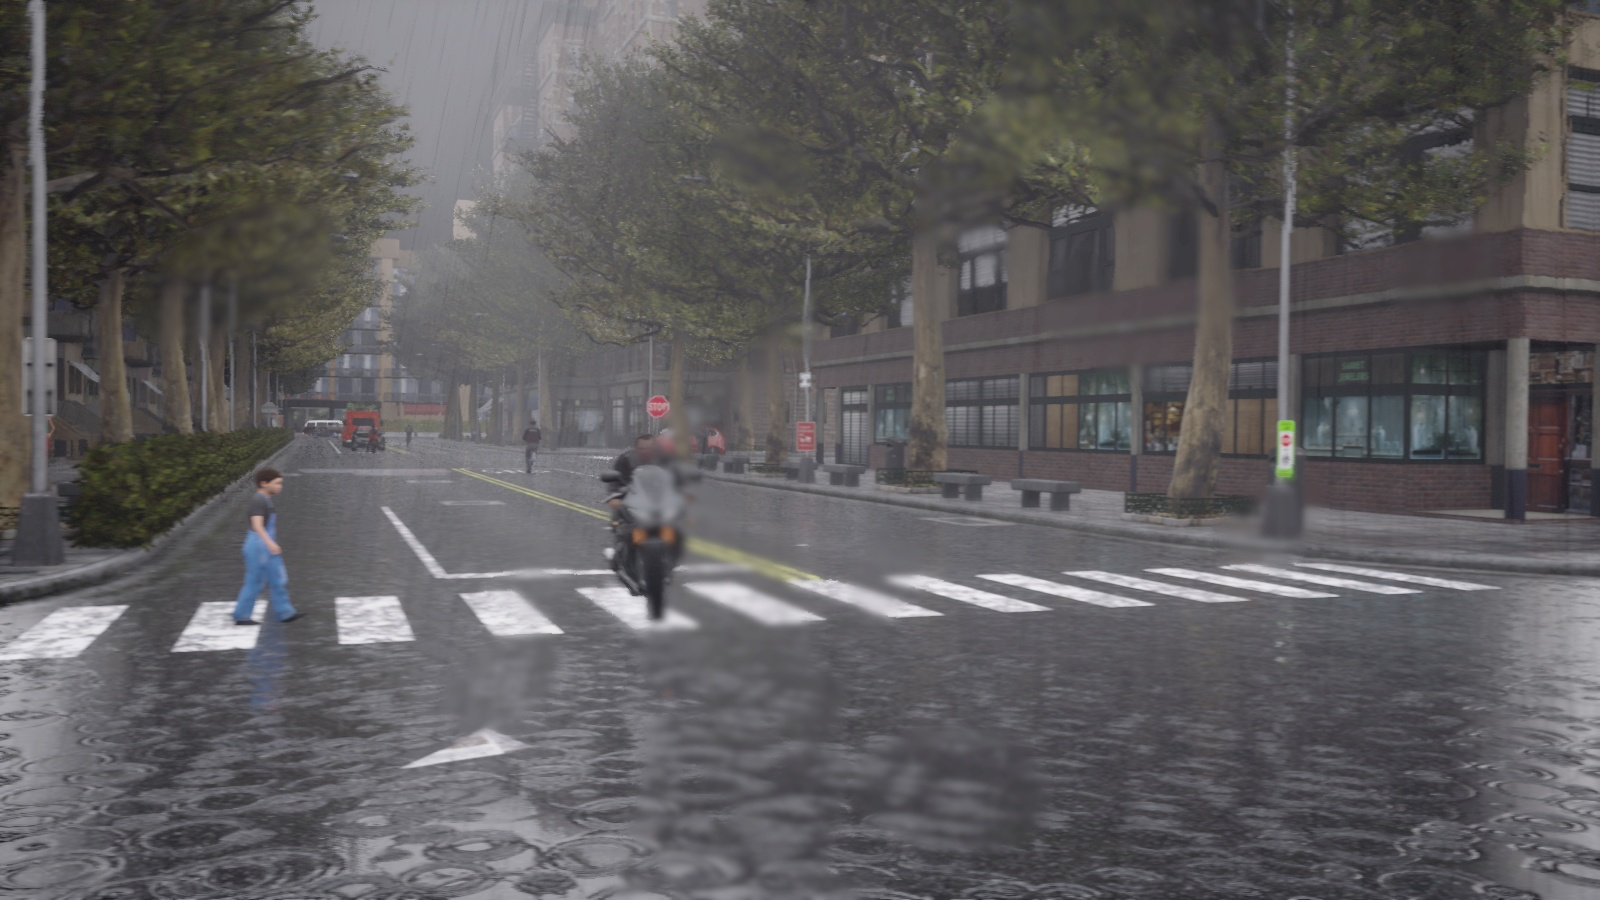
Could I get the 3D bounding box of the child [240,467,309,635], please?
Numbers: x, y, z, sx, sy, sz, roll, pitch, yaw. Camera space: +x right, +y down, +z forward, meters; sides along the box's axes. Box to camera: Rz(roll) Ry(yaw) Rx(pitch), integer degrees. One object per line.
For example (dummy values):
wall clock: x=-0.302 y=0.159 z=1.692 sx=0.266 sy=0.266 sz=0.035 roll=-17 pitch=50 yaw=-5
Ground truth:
child: x=-4.058 y=0.771 z=9.713 sx=0.437 sy=1.263 sz=0.270 roll=-1 pitch=1 yaw=-14

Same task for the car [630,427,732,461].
car: x=-6.016 y=-0.323 z=63.418 sx=4.611 sy=1.667 sz=2.242 roll=-1 pitch=1 yaw=-23

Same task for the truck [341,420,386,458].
truck: x=-29.773 y=-0.765 z=85.540 sx=2.627 sy=2.467 sz=5.204 roll=-1 pitch=1 yaw=-21

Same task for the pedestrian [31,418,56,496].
pedestrian: x=-17.962 y=0.164 z=29.815 sx=0.345 sy=1.836 sz=0.594 roll=-1 pitch=1 yaw=-18

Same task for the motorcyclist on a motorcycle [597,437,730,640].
motorcyclist on a motorcycle: x=-1.226 y=0.670 z=10.812 sx=0.866 sy=1.530 sz=2.191 roll=-1 pitch=1 yaw=-13

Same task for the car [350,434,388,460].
car: x=-26.392 y=-0.220 z=76.810 sx=2.007 sy=1.525 sz=4.514 roll=-1 pitch=1 yaw=-21
